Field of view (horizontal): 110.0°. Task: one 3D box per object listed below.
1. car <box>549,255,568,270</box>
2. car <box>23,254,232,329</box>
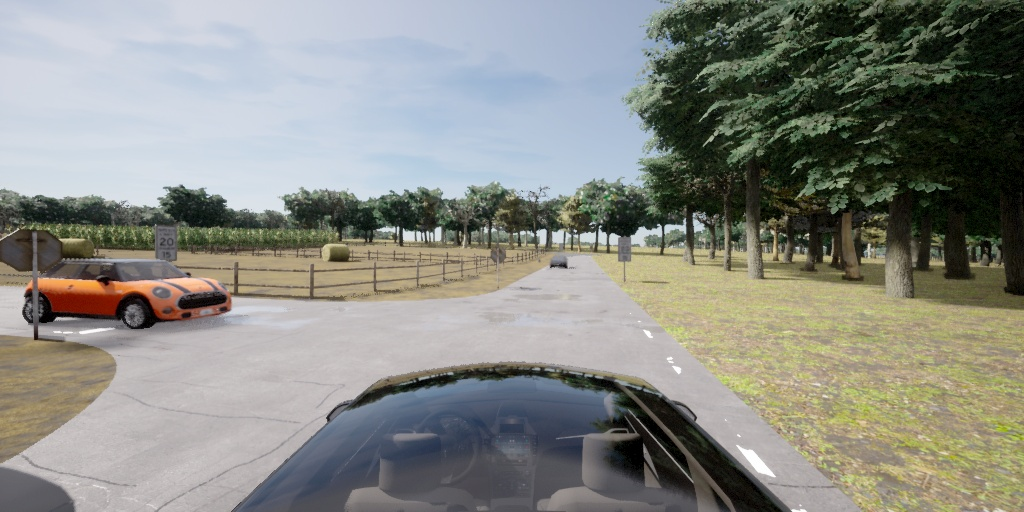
[{"bbox_3d":[5.304,0.662,40.338,1.882,1.535,5.008,0,1,11],"label":"car"},{"bbox_3d":[-10.356,0.866,9.860,4.553,1.767,2.097,1,1,8],"label":"car"}]
